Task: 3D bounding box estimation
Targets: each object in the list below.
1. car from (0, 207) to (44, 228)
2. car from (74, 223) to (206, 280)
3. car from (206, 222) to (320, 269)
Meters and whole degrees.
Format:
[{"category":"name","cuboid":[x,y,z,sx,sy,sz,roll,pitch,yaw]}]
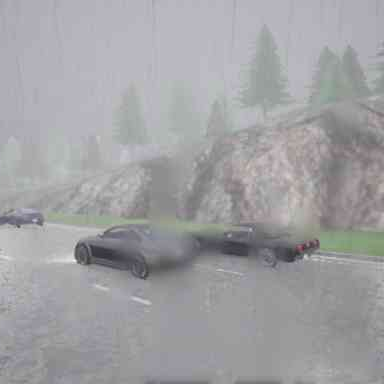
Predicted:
[{"category":"car","cuboid":[-12.562,1.813,24.459,4.674,1.442,1.812,-1,-1,42]},{"category":"car","cuboid":[-1.905,1.687,10.513,4.181,1.385,1.994,-1,-1,40]},{"category":"car","cuboid":[1.847,1.737,11.803,4.718,1.301,1.895,-1,-1,40]}]
